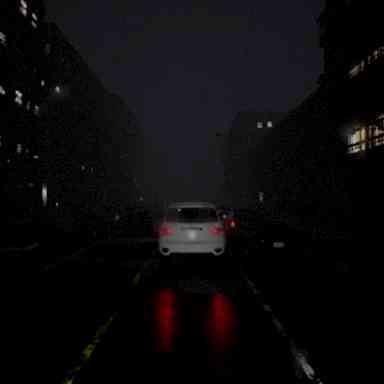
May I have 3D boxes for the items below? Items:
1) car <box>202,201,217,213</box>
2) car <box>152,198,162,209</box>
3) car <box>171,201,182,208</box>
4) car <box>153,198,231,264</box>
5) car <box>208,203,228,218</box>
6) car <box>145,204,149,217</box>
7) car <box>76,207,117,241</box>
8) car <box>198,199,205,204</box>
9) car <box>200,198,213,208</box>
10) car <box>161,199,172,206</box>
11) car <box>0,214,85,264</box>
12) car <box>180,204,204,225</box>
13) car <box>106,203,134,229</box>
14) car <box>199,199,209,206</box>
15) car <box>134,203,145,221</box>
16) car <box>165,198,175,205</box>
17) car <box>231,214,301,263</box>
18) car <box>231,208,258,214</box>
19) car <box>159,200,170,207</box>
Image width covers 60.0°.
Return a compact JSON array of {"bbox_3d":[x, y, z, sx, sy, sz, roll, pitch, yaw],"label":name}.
[{"bbox_3d":[2.340,2.034,45.552,1.837,1.490,4.892,0,-1,0],"label":"car"},{"bbox_3d":[-5.702,2.003,57.912,2.192,1.841,5.009,0,-1,0],"label":"car"},{"bbox_3d":[-3.027,2.391,65.679,1.895,1.301,4.718,0,-1,0],"label":"car"},{"bbox_3d":[0.009,1.366,12.604,2.150,2.045,5.566,0,0,0],"label":"car"},{"bbox_3d":[2.685,1.931,35.321,1.752,1.417,4.829,0,-1,0],"label":"car"},{"bbox_3d":[-5.695,1.844,35.153,1.967,1.590,4.097,0,-1,0],"label":"car"},{"bbox_3d":[-5.690,1.748,18.084,1.887,1.381,4.507,0,-1,0],"label":"car"},{"bbox_3d":[2.664,2.732,92.048,1.802,1.307,4.206,0,-1,0],"label":"car"},{"bbox_3d":[2.676,2.078,63.603,2.192,1.841,5.009,0,-1,0],"label":"car"},{"bbox_3d":[-5.709,2.355,74.981,1.967,1.590,4.097,0,-1,0],"label":"car"},{"bbox_3d":[-5.688,1.720,12.393,1.802,1.307,4.206,0,-1,0],"label":"car"},{"bbox_3d":[0.012,1.832,28.497,1.837,1.490,4.892,0,0,0],"label":"car"},{"bbox_3d":[-5.691,1.710,23.775,1.967,1.590,4.097,0,-1,0],"label":"car"},{"bbox_3d":[2.671,2.355,74.980,1.967,1.590,4.097,0,-1,0],"label":"car"},{"bbox_3d":[-5.694,1.881,29.463,1.887,1.381,4.507,0,-1,0],"label":"car"},{"bbox_3d":[-5.712,2.385,86.360,2.192,1.841,5.009,0,-1,0],"label":"car"},{"bbox_3d":[2.692,1.704,12.392,1.947,1.339,4.313,0,-1,0],"label":"car"},{"bbox_3d":[2.692,1.643,18.084,1.967,1.590,4.097,0,-1,0],"label":"car"},{"bbox_3d":[-5.708,2.389,69.289,2.008,1.369,4.403,0,-1,0],"label":"car"}]
